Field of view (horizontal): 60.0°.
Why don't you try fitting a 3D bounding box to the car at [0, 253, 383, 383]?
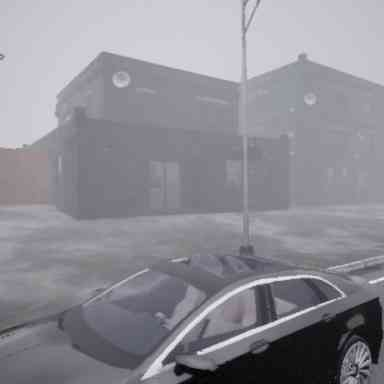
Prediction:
[{"bbox_3d":[0.077,1.490,3.429,4.902,1.511,2.128,0,0,-35],"label":"car"}]
